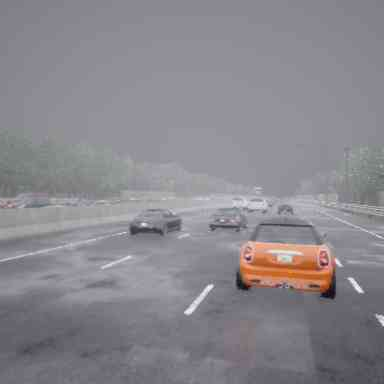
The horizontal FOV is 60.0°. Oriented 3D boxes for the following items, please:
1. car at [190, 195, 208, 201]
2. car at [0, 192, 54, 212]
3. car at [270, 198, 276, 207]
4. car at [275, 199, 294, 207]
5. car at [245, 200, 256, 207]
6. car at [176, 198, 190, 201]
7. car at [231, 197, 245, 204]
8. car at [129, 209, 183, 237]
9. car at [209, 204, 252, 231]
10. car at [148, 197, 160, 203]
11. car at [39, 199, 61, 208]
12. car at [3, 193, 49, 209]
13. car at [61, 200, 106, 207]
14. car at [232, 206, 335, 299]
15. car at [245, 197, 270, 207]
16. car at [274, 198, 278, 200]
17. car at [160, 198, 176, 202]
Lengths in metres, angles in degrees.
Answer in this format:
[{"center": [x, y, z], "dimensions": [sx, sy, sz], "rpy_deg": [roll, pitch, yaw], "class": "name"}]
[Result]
[{"center": [1.966, 1.771, 71.548], "dimensions": [2.150, 2.045, 5.566], "rpy_deg": [1, -1, 16], "class": "car"}, {"center": [-18.503, 1.143, 37.673], "dimensions": [2.150, 2.045, 5.566], "rpy_deg": [1, -1, 16], "class": "car"}, {"center": [15.463, 2.519, 67.864], "dimensions": [1.895, 1.301, 4.718], "rpy_deg": [1, -1, 16], "class": "car"}, {"center": [12.324, 2.085, 43.813], "dimensions": [1.837, 1.490, 4.892], "rpy_deg": [1, -1, 16], "class": "car"}, {"center": [12.093, 2.385, 68.804], "dimensions": [1.812, 1.442, 4.674], "rpy_deg": [1, -1, 16], "class": "car"}, {"center": [-1.400, 1.989, 72.523], "dimensions": [1.837, 1.490, 4.892], "rpy_deg": [1, -1, 16], "class": "car"}, {"center": [7.638, 1.804, 52.974], "dimensions": [2.150, 2.045, 5.566], "rpy_deg": [1, -1, 16], "class": "car"}, {"center": [-1.937, 1.655, 19.014], "dimensions": [1.994, 1.385, 4.181], "rpy_deg": [1, 0, 16], "class": "car"}, {"center": [2.446, 1.741, 21.672], "dimensions": [2.033, 1.411, 5.357], "rpy_deg": [1, 0, 16], "class": "car"}, {"center": [-8.137, 1.914, 74.423], "dimensions": [2.033, 1.411, 5.357], "rpy_deg": [1, -1, 16], "class": "car"}, {"center": [-12.514, 1.596, 33.238], "dimensions": [1.895, 1.301, 4.718], "rpy_deg": [1, -1, 16], "class": "car"}, {"center": [-16.106, 1.279, 33.411], "dimensions": [2.097, 1.767, 4.553], "rpy_deg": [1, 0, 16], "class": "car"}, {"center": [-9.501, 1.529, 31.069], "dimensions": [2.128, 1.511, 4.902], "rpy_deg": [1, -1, 16], "class": "car"}, {"center": [2.554, 1.462, 9.140], "dimensions": [2.097, 1.767, 4.553], "rpy_deg": [1, 0, 16], "class": "car"}, {"center": [8.770, 1.733, 44.087], "dimensions": [2.150, 2.045, 5.566], "rpy_deg": [1, -1, 16], "class": "car"}, {"center": [20.869, 2.841, 87.052], "dimensions": [1.895, 1.301, 4.718], "rpy_deg": [1, -1, 16], "class": "car"}, {"center": [-4.769, 1.984, 73.473], "dimensions": [1.994, 1.385, 4.181], "rpy_deg": [1, -1, 16], "class": "car"}]
